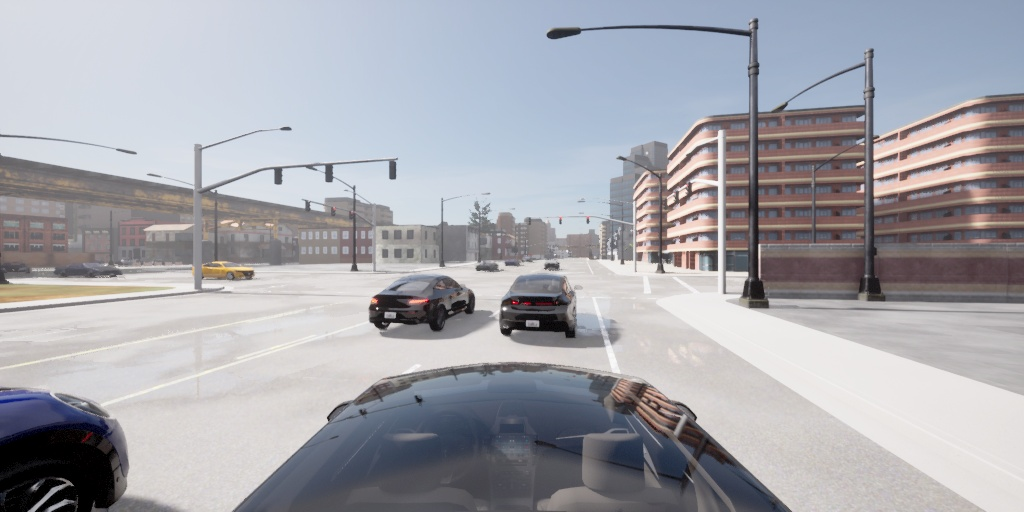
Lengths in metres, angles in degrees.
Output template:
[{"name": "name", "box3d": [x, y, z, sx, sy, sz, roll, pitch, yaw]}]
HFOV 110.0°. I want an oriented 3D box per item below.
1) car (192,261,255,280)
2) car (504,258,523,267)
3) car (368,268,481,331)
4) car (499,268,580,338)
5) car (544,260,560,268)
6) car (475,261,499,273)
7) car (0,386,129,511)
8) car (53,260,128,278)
[{"name": "car", "box3d": [-24.580, 1.227, 30.627, 5.008, 1.535, 1.882, 0, 0, 10]}, {"name": "car", "box3d": [0.040, 1.059, 58.613, 1.895, 1.301, 4.718, 0, 1, 11]}, {"name": "car", "box3d": [-2.531, 1.276, 10.977, 1.812, 1.442, 4.674, 0, 0, 11]}, {"name": "car", "box3d": [0.914, 1.255, 10.335, 1.837, 1.490, 4.892, 0, 0, 11]}, {"name": "car", "box3d": [5.589, 1.173, 49.454, 1.895, 1.301, 4.718, 0, 1, 11]}, {"name": "car", "box3d": [-2.948, 1.275, 43.218, 1.895, 1.301, 4.718, 0, 1, 11]}, {"name": "car", "box3d": [-4.029, 1.102, 0.798, 2.097, 1.767, 4.553, 0, 0, 4]}, {"name": "car", "box3d": [-39.080, 1.296, 33.051, 5.357, 1.411, 2.033, 0, 0, 8]}]
